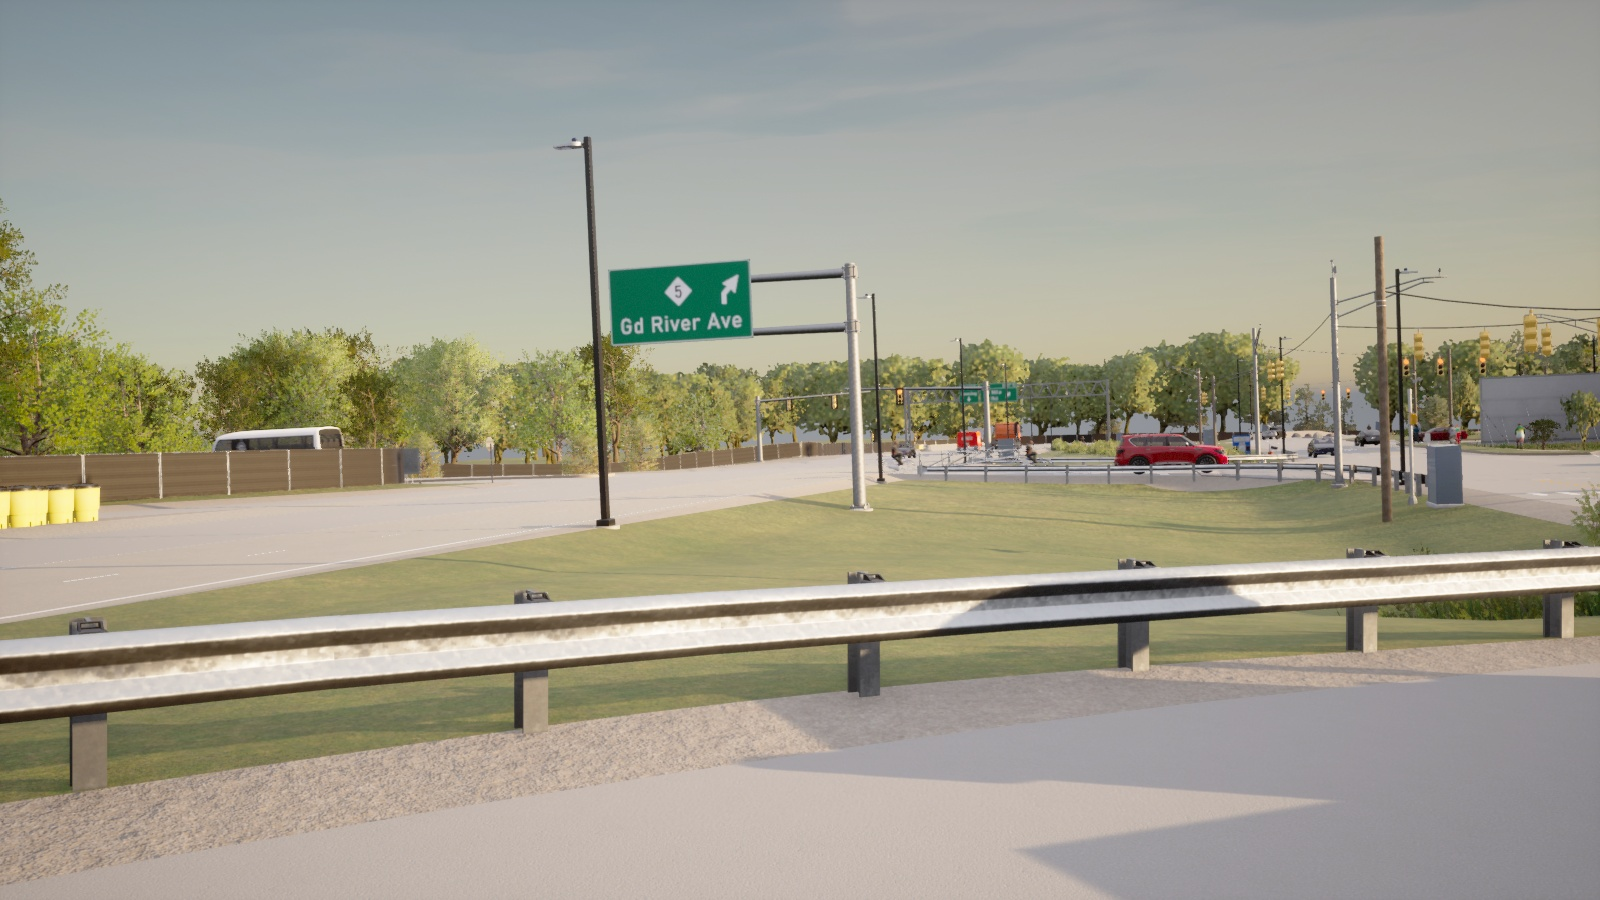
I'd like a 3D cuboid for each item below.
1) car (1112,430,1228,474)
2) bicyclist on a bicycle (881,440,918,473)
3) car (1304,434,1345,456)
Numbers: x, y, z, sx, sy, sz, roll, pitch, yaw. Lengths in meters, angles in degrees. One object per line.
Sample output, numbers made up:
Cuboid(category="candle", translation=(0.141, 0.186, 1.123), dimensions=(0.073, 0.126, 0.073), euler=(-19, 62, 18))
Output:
Cuboid(category="car", translation=(18.900, 0.090, 64.235), dimensions=(5.566, 2.045, 2.150), euler=(-2, 0, 17))
Cuboid(category="bicyclist on a bicycle", translation=(5.380, 0.359, 67.918), dimensions=(1.843, 1.776, 0.659), euler=(0, 1, 15))
Cuboid(category="car", translation=(37.890, -0.357, 90.899), dimensions=(2.033, 1.411, 5.357), euler=(-2, 1, 16))
